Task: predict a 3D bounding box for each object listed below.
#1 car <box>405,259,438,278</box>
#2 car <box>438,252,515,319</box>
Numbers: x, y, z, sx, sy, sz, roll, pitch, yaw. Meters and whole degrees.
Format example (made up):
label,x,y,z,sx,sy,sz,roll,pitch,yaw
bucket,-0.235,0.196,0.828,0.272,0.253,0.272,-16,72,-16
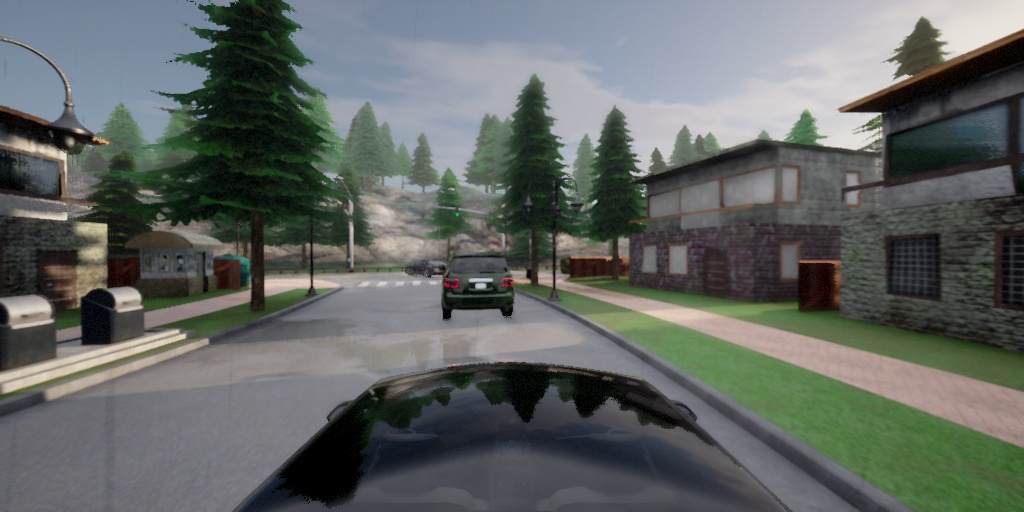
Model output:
label,x,y,z,sx,sy,sz,roll,pitch,yaw
car,-6.746,0.983,29.016,2.033,1.411,5.357,0,1,-41
car,-1.342,0.878,12.522,2.150,2.045,5.566,0,1,-10
